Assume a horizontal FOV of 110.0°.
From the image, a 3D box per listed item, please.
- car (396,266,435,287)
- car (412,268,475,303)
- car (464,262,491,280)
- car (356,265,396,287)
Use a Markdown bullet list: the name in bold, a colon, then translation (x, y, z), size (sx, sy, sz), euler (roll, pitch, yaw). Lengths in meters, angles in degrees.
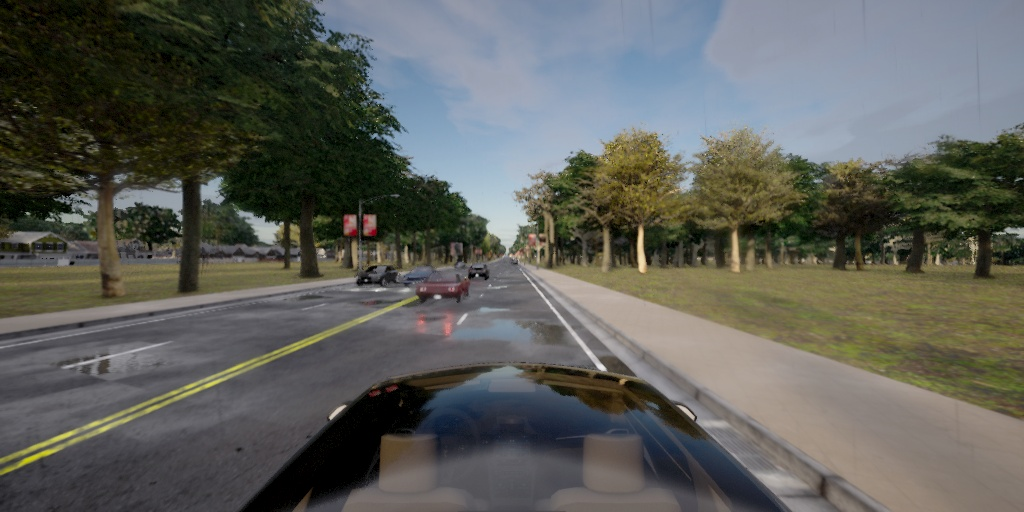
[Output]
- **car**: translation (-6.596, 1.476, 26.772), size (2.033, 1.411, 5.357), euler (0, 0, 0)
- **car**: translation (-3.147, 1.460, 17.433), size (1.895, 1.301, 4.718), euler (0, 0, 0)
- **car**: translation (-3.144, 1.495, 34.775), size (1.837, 1.490, 4.892), euler (0, 0, 0)
- **car**: translation (-9.845, 1.432, 26.619), size (1.837, 1.490, 4.892), euler (0, 0, 0)
